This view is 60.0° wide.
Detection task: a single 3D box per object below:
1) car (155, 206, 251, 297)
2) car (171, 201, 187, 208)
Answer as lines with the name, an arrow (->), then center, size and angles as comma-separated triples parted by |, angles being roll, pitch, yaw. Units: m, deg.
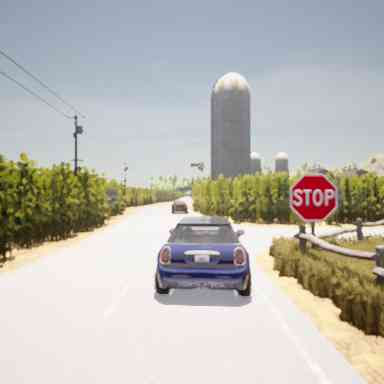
car -> 0.383, 1.432, 9.066 | 2.097, 1.767, 4.553 | 0, -1, 5
car -> -1.598, 1.838, 41.499 | 1.882, 1.535, 5.008 | 0, 0, -5
